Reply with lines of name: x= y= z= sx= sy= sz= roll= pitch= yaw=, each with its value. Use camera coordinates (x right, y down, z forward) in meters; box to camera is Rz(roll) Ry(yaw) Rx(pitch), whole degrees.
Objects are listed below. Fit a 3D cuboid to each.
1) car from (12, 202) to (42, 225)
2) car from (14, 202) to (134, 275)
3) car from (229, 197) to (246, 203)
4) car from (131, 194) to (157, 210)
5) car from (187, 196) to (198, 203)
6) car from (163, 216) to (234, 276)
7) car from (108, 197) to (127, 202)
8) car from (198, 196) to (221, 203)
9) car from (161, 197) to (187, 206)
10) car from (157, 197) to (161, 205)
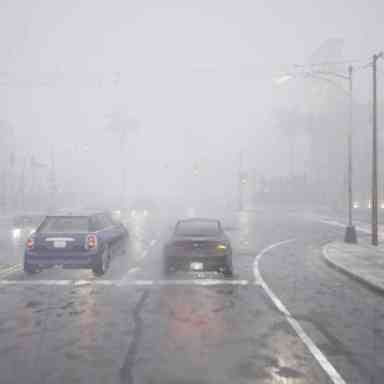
car: x=-10.591 y=1.614 z=23.083 sx=1.994 sy=1.385 sz=4.181 roll=0 pitch=0 yaw=0
car: x=-3.405 y=1.375 z=10.703 sx=2.097 sy=1.767 sz=4.553 roll=0 pitch=0 yaw=0
car: x=9.827 y=1.710 z=71.863 sx=4.181 sy=1.385 sz=1.994 roll=0 pitch=0 yaw=-40
car: x=-6.715 y=1.321 z=45.418 sx=2.150 sy=2.045 sz=5.566 roll=0 pitch=0 yaw=5
car: x=0.187 y=1.683 z=71.865 sx=2.128 sy=1.511 sz=4.902 roll=0 pitch=0 yaw=36
car: x=0.257 y=1.528 z=10.423 sx=1.837 sy=1.490 sz=4.892 roll=0 pitch=0 yaw=3
car: x=-10.151 y=1.451 z=44.889 sx=2.097 sy=1.767 sz=4.553 roll=0 pitch=0 yaw=5
car: x=4.188 y=1.681 z=71.159 sx=2.128 sy=1.511 sz=4.902 roll=0 pitch=0 yaw=40
car: x=-3.215 y=1.732 z=59.644 sx=1.895 sy=1.301 sz=4.718 roll=0 pitch=0 yaw=24
car: x=-5.762 y=1.662 z=62.445 sx=1.812 sy=1.442 sz=4.674 roll=0 pitch=0 yaw=25
